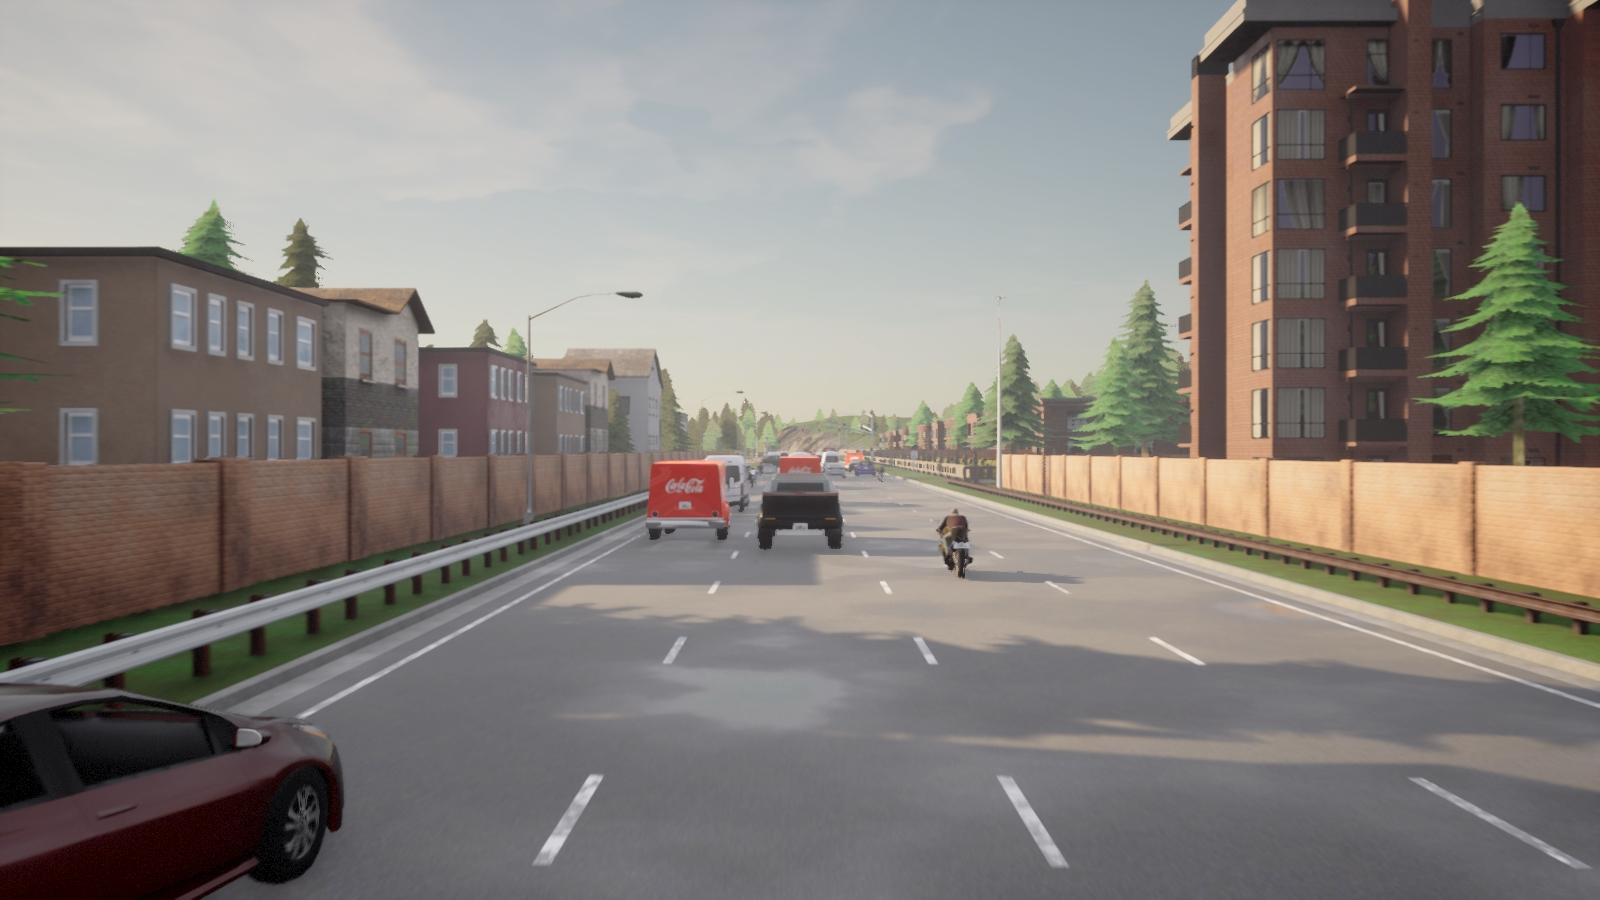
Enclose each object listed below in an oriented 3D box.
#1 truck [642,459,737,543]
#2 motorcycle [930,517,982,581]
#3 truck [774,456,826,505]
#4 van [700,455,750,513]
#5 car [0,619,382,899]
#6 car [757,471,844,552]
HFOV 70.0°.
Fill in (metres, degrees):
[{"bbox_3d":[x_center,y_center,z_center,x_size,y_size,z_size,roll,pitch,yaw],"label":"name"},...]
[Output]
[{"bbox_3d":[-3.491,1.572,37.239,2.627,2.467,5.204,0,0,0],"label":"truck"},{"bbox_3d":[3.507,2.205,25.832,0.867,1.251,2.209,0,0,0],"label":"motorcycle"},{"bbox_3d":[0.011,1.568,60.826,2.627,2.467,5.204,0,0,0],"label":"truck"},{"bbox_3d":[-3.495,1.535,54.377,1.988,2.561,5.915,0,0,0],"label":"van"},{"bbox_3d":[-4.416,2.040,6.205,2.007,1.525,4.514,0,0,10],"label":"car"},{"bbox_3d":[0.009,1.754,34.457,2.390,2.098,6.274,0,0,0],"label":"car"}]
